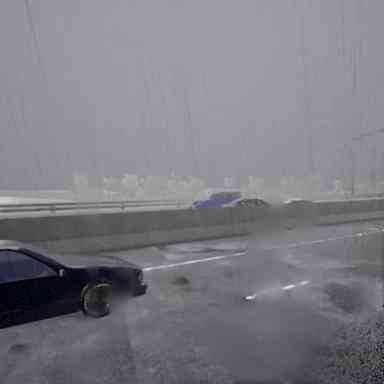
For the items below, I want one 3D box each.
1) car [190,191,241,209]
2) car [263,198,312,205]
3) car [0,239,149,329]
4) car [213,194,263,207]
[{"bbox_3d":[2.478,0.952,31.383,5.566,2.045,2.150,-1,1,-35],"label":"car"},{"bbox_3d":[8.289,1.231,26.891,4.674,1.442,1.812,-1,1,-35],"label":"car"},{"bbox_3d":[-3.465,1.541,5.570,5.357,1.411,2.033,-1,1,-35],"label":"car"},{"bbox_3d":[4.515,1.236,28.534,4.892,1.490,1.837,-1,1,-35],"label":"car"}]
